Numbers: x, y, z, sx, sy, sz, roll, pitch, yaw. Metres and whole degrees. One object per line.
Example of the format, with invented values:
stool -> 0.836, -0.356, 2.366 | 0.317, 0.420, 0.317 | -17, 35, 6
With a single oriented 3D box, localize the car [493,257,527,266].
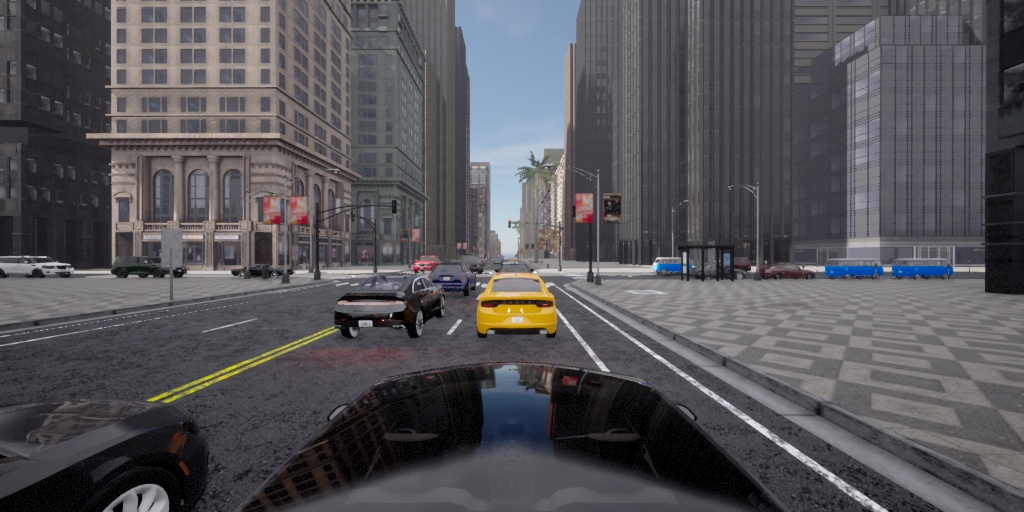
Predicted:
car -> 0.126, 1.102, 19.302 | 2.097, 1.767, 4.553 | 0, 0, 0

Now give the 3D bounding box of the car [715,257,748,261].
car -> 22.798, 1.035, 38.364 | 5.009, 1.841, 2.192 | 0, 0, 0

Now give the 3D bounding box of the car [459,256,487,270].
car -> -4.793, 0.975, 39.806 | 2.150, 2.045, 5.566 | 0, 0, -19

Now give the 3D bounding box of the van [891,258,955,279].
van -> 34.144, 1.079, 29.827 | 3.998, 1.789, 1.690 | 0, 0, 0

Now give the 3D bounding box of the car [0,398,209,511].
car -> -3.151, 1.255, 0.623 | 1.837, 1.490, 4.892 | 0, 0, 0

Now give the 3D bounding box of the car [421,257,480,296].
car -> -3.124, 1.102, 19.278 | 2.097, 1.767, 4.553 | 0, 0, 0

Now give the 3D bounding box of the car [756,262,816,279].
car -> 22.790, 1.326, 29.839 | 4.207, 1.307, 1.802 | 0, 0, 0

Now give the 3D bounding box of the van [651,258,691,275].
van -> 17.120, 1.065, 38.371 | 3.998, 1.789, 1.690 | 0, 0, 0

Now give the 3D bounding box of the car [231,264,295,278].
car -> -22.543, 1.375, 32.602 | 4.718, 1.301, 1.895 | 0, 0, 0

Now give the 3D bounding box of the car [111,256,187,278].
car -> -33.016, 1.008, 32.671 | 5.566, 2.045, 2.150 | 0, 0, 0

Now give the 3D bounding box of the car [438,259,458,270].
car -> -9.759, 1.244, 55.185 | 2.128, 1.511, 4.902 | 0, 0, 0

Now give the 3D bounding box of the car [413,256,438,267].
car -> -9.792, 0.975, 41.667 | 2.150, 2.045, 5.566 | 0, 0, 0

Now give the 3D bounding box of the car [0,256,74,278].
car -> -43.723, 1.021, 32.744 | 5.566, 2.045, 2.150 | 0, 0, 0

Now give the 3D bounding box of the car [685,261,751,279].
car -> 17.112, 1.299, 29.846 | 4.403, 1.370, 2.007 | 0, 0, 0

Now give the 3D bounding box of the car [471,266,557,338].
car -> 0.110, 1.228, 10.229 | 1.882, 1.535, 5.008 | 0, 0, 0

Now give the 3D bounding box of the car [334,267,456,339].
car -> -3.139, 1.241, 10.139 | 2.128, 1.511, 4.902 | 0, 0, 0

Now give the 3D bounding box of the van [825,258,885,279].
van -> 28.467, 1.082, 29.833 | 3.998, 1.789, 1.690 | 0, 0, 0
